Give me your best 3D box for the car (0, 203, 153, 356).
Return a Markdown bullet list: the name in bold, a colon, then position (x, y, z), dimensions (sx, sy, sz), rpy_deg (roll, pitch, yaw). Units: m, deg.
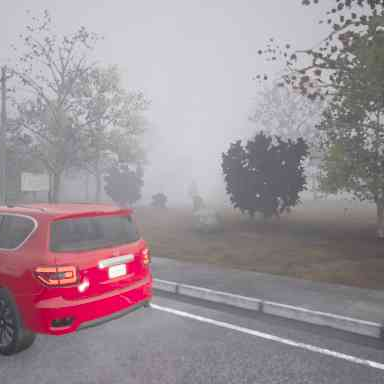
- **car**: position (-3.250, 1.220, 6.298), dimensions (5.566, 2.045, 2.150), rpy_deg (0, 0, 35)
